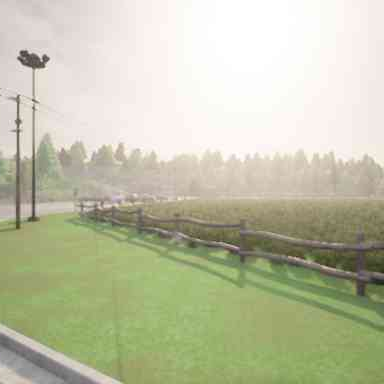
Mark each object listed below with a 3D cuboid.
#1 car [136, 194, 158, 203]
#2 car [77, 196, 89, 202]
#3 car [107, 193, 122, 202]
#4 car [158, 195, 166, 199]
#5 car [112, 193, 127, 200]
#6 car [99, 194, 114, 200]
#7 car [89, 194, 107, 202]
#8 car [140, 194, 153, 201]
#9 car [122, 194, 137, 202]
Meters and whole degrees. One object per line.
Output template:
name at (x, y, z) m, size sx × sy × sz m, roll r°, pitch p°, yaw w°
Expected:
car at (-9.501, 1.488, 70.979) m, size 2.128 × 1.511 × 4.902 m, roll 0°, pitch 0°, yaw 10°
car at (-23.282, 1.495, 73.441) m, size 2.033 × 1.411 × 5.357 m, roll 0°, pitch 0°, yaw 10°
car at (-16.302, 1.474, 72.713) m, size 1.812 × 1.442 × 4.674 m, roll 0°, pitch 0°, yaw 10°
car at (-7.663, 1.397, 81.266) m, size 1.895 × 1.301 × 4.718 m, roll 0°, pitch 0°, yaw 10°
car at (-18.010, 1.151, 83.053) m, size 2.097 × 1.767 × 4.553 m, roll 0°, pitch 0°, yaw 10°
car at (-21.450, 1.294, 83.698) m, size 1.837 × 1.490 × 4.892 m, roll 0°, pitch 0°, yaw 10°
car at (-19.837, 1.497, 72.825) m, size 2.033 × 1.411 × 5.357 m, roll 0°, pitch 0°, yaw 10°
car at (-11.114, 1.300, 81.852) m, size 1.837 × 1.490 × 4.892 m, roll 0°, pitch 0°, yaw 10°
car at (-12.868, 1.557, 72.034) m, size 1.895 × 1.301 × 4.718 m, roll 0°, pitch 0°, yaw 10°
